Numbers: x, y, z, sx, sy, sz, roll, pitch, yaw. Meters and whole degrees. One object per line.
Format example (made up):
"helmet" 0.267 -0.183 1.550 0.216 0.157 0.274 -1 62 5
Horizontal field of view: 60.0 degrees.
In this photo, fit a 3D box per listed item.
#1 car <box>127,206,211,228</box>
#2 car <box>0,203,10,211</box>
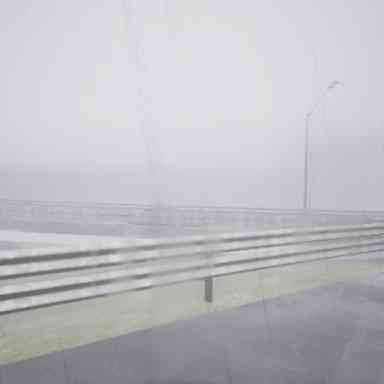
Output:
"car" -1.410 1.647 21.400 5.357 1.411 2.033 1 -1 9
"car" -20.833 1.372 33.857 4.718 1.301 1.895 1 -1 22
